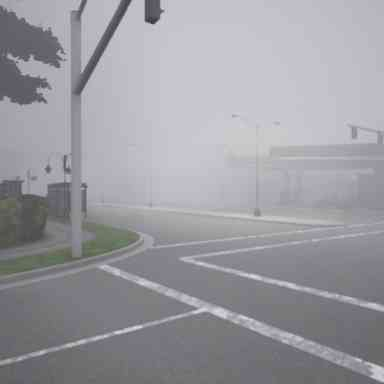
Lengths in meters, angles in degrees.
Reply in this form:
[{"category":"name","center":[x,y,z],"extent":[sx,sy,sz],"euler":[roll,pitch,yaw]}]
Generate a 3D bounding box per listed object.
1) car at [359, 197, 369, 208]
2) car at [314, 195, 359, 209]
[{"category":"car","center":[21.352,1.368,44.303],"extent":[1.970,1.475,3.806],"euler":[0,0,-35]},{"category":"car","center":[17.085,1.219,40.381],"extent":[2.242,1.667,4.611],"euler":[0,0,-35]}]
